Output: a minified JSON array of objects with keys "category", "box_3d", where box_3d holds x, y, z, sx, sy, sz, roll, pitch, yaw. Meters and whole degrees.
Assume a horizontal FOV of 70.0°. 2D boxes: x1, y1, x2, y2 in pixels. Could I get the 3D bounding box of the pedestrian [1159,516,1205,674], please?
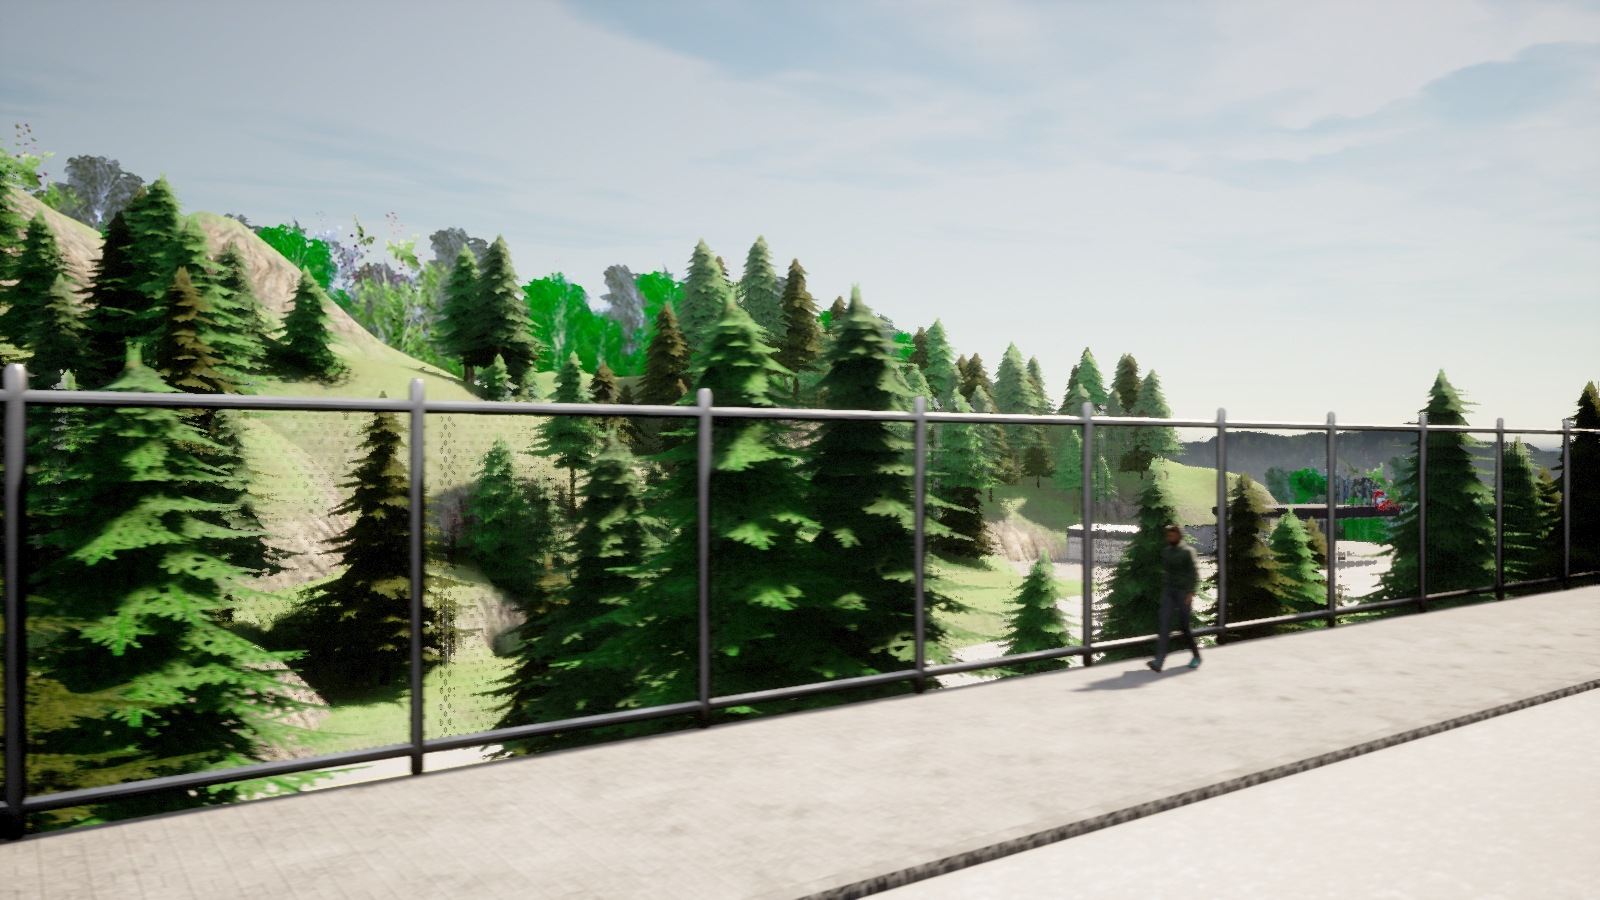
[{"category":"pedestrian","box_3d":[4.645,1.748,13.906,0.375,1.860,0.375,0,0,-34]}]
